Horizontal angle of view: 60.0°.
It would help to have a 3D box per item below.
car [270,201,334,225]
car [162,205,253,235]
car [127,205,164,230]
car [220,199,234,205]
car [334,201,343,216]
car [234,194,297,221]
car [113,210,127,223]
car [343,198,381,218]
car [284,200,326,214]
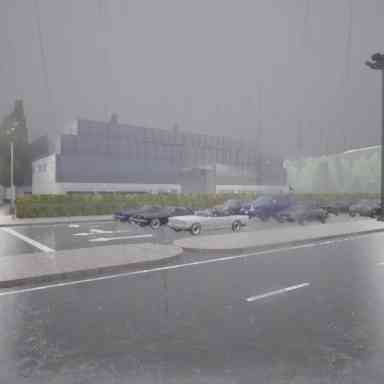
[{"bbox_3d":[7.955,1.564,23.952,4.181,1.385,1.994,0,0,-36],"label":"car"},{"bbox_3d":[0.936,1.601,18.904,4.718,1.301,1.895,0,0,-36],"label":"car"},{"bbox_3d":[-1.431,1.601,21.511,4.718,1.301,1.895,0,0,-36],"label":"car"},{"bbox_3d":[3.879,1.352,29.643,4.553,1.767,2.097,0,0,-36],"label":"car"},{"bbox_3d":[14.565,1.601,33.111,4.718,1.301,1.895,0,0,-36],"label":"car"},{"bbox_3d":[6.411,1.221,27.158,5.566,2.045,2.150,0,0,-36],"label":"car"},{"bbox_3d":[-3.317,1.601,24.455,4.718,1.301,1.895,0,0,-36],"label":"car"},{"bbox_3d":[16.046,1.352,29.859,4.553,1.767,2.097,0,0,-36],"label":"car"},{"bbox_3d":[12.189,1.601,35.710,4.718,1.301,1.895,0,0,-36],"label":"car"}]
